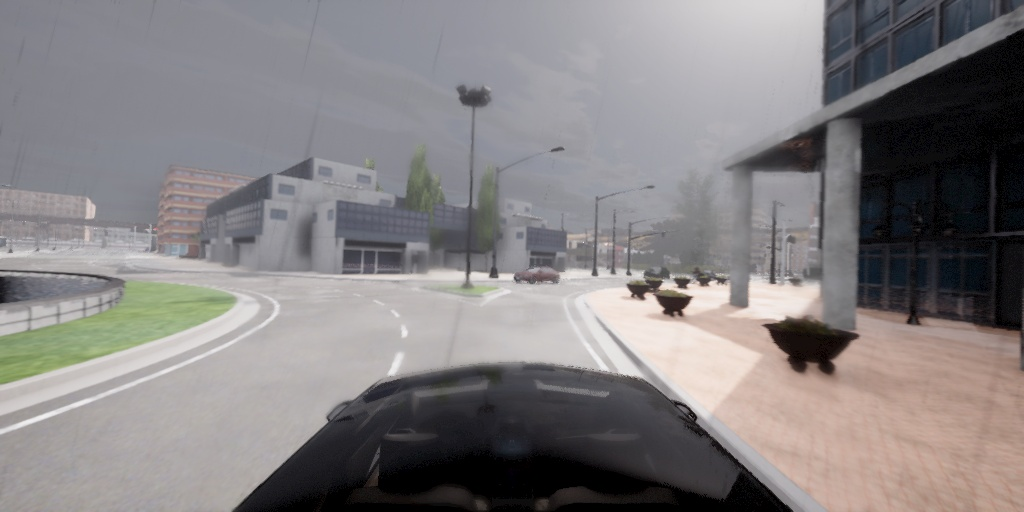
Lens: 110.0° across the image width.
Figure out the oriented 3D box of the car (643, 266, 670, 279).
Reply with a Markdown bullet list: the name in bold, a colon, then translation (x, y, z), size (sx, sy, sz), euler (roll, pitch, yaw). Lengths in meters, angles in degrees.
- **car**: translation (19.217, 2.181, 47.625), size (2.097, 1.767, 4.553), euler (2, -1, 44)

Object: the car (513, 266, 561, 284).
- **car**: translation (2.210, 1.604, 30.412), size (4.674, 1.442, 1.812), euler (2, -1, -42)

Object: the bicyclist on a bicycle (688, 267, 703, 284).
- **bicyclist on a bicycle**: translation (18.894, 2.027, 36.566), size (1.656, 1.620, 0.582), euler (1, 1, 44)

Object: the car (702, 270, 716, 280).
- **car**: translation (28.933, 2.771, 52.985), size (1.812, 1.442, 4.674), euler (2, -1, 29)
